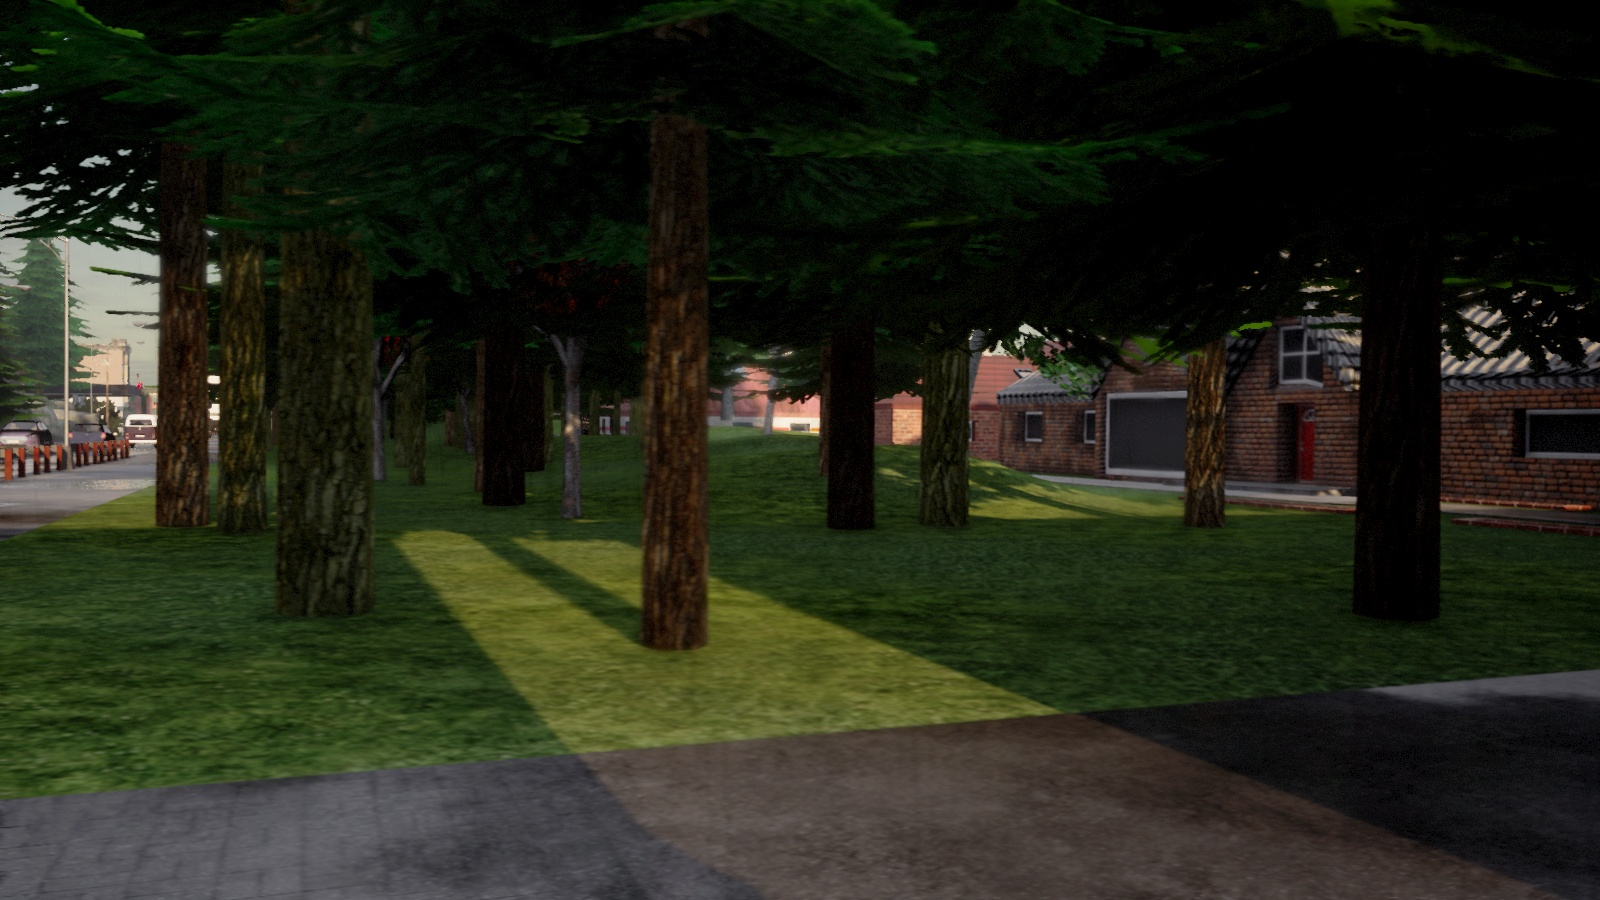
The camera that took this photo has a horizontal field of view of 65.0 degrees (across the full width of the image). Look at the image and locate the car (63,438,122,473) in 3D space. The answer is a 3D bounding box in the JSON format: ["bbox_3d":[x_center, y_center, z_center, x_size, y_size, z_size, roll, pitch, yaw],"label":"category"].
[{"bbox_3d":[-32.765,0.236,58.233,1.845,1.501,3.633,-1,1,-21],"label":"car"}]

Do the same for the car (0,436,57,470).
[{"bbox_3d":[-38.844,0.145,62.887,2.033,1.649,4.856,-1,0,-21],"label":"car"}]

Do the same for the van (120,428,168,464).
[{"bbox_3d":[-39.480,-0.261,75.656,2.069,2.038,4.480,-1,1,-21],"label":"van"}]
